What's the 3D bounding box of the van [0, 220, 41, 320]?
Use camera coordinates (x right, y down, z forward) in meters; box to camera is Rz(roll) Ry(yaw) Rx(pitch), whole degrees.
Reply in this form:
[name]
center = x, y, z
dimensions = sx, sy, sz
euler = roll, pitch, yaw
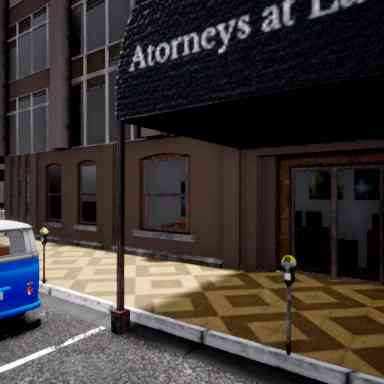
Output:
[van]
center = -4.455, 1.341, 6.043
dimensions = 3.998, 1.788, 1.690
euler = 0, 0, 35
